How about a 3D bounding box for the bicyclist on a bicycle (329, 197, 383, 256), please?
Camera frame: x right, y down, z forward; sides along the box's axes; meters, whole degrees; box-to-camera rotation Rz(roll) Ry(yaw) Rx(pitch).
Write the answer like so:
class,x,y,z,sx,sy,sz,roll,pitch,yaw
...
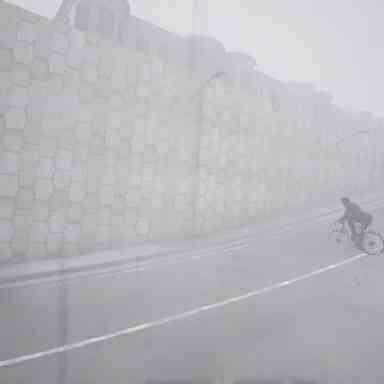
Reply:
class,x,y,z,sx,sy,sz,roll,pitch,yaw
bicyclist on a bicycle,4.562,0.965,9.404,0.582,1.620,1.656,-7,2,-34
